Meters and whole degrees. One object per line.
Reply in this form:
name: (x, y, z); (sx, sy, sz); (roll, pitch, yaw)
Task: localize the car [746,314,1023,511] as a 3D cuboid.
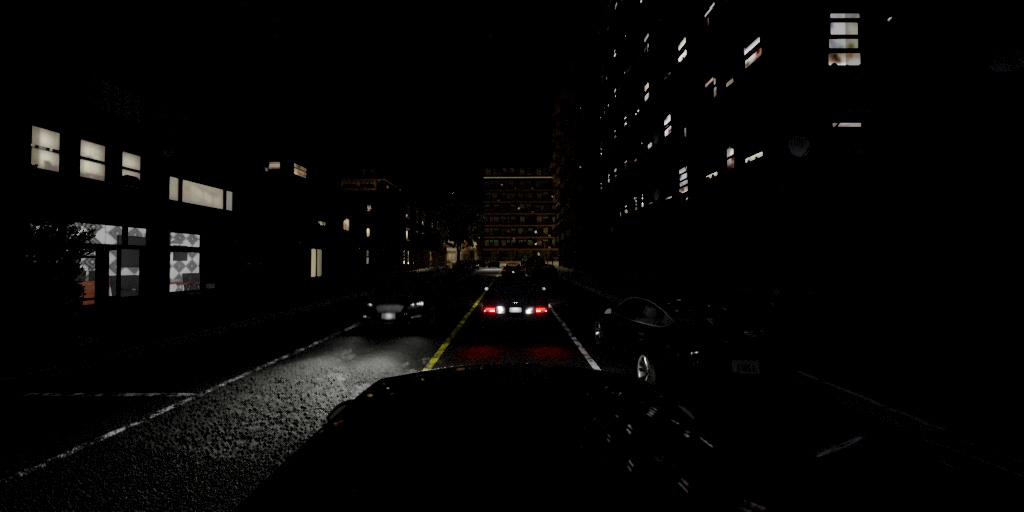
car: (2.691, 1.189, 0.536); (1.967, 1.591, 4.097); (0, 0, 0)

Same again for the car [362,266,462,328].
car: (-3.098, 1.245, 11.455); (2.128, 1.511, 4.902); (0, 0, 0)

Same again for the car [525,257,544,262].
car: (2.695, 1.084, 40.343); (2.192, 1.841, 5.009); (0, 0, 0)

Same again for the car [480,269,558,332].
car: (0.096, 1.301, 10.841); (2.033, 1.411, 5.357); (0, 0, 0)

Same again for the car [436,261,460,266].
car: (-5.654, 1.288, 28.742); (1.751, 1.417, 4.829); (0, 0, 0)

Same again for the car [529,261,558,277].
car: (2.694, 1.313, 28.969); (2.007, 1.370, 4.403); (0, 0, 0)

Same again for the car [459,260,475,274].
car: (-5.652, 1.209, 40.284); (1.967, 1.591, 4.097); (0, 0, 0)

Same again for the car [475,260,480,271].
car: (-5.652, 1.213, 45.972); (1.967, 1.591, 4.097); (0, 0, 0)

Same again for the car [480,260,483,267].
car: (-5.651, 1.359, 51.658); (1.802, 1.307, 4.207); (0, 0, 0)

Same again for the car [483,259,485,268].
car: (-5.650, 1.353, 63.031); (1.948, 1.339, 4.313); (0, 0, 0)

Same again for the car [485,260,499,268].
car: (-2.997, 1.385, 59.996); (1.895, 1.301, 4.718); (0, 0, 0)

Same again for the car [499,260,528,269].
car: (0.104, 1.328, 32.288); (1.994, 1.385, 4.181); (0, 0, 0)

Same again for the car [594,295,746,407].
car: (2.692, 1.317, 6.223); (1.948, 1.339, 4.313); (0, 0, 0)

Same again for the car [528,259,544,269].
car: (2.695, 1.291, 34.825); (1.751, 1.417, 4.829); (0, 0, 0)
